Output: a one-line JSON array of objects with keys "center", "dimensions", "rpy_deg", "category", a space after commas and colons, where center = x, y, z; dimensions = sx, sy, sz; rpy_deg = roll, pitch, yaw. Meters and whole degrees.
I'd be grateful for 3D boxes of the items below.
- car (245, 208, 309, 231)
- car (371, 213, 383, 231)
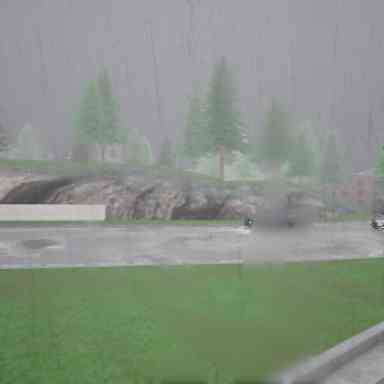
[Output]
[{"center": [5.579, 1.768, 21.864], "dimensions": [4.181, 1.385, 1.994], "rpy_deg": [1, 0, -22], "category": "car"}, {"center": [13.844, 1.774, 21.603], "dimensions": [4.902, 1.511, 2.128], "rpy_deg": [1, 0, -25], "category": "car"}]
